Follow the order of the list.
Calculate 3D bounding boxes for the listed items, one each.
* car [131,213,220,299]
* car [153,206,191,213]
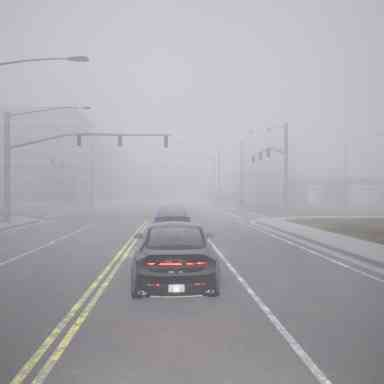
[{"bbox_3d":[-0.438,1.505,8.466,1.837,1.490,4.892,0,0,-4],"label":"car"},{"bbox_3d":[-1.082,1.478,18.091,1.882,1.535,5.008,0,0,-4],"label":"car"}]
